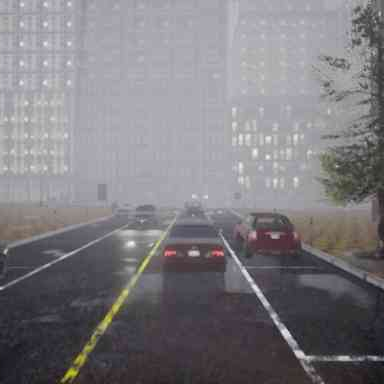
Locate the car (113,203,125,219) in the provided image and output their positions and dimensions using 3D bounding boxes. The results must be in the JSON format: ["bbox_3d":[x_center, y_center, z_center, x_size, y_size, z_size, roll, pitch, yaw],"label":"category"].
[{"bbox_3d":[-5.801,1.644,29.687,2.008,1.369,4.403,1,0,0],"label":"car"}]

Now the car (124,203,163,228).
[{"bbox_3d":[-3.081,1.579,22.867,1.837,1.490,4.892,0,-1,0],"label":"car"}]

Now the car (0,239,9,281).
[{"bbox_3d":[-5.681,1.589,7.118,1.947,1.339,4.313,1,0,0],"label":"car"}]

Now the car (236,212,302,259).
[{"bbox_3d":[2.704,1.481,12.749,1.967,1.590,4.097,1,0,0],"label":"car"}]

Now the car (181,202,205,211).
[{"bbox_3d":[0.085,1.579,27.764,2.128,1.511,4.902,0,0,0],"label":"car"}]

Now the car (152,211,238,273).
[{"bbox_3d":[0.068,1.583,10.788,2.033,1.411,5.357,0,0,0],"label":"car"}]
